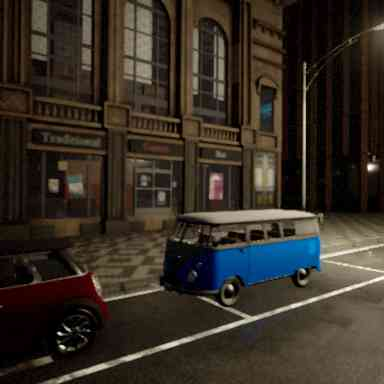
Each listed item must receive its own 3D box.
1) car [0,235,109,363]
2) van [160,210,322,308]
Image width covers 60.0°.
[{"bbox_3d":[-3.324,1.441,4.381,4.097,1.590,1.967,0,1,-36],"label":"car"},{"bbox_3d":[1.255,1.330,7.647,3.998,1.788,1.690,0,1,-36],"label":"van"}]
